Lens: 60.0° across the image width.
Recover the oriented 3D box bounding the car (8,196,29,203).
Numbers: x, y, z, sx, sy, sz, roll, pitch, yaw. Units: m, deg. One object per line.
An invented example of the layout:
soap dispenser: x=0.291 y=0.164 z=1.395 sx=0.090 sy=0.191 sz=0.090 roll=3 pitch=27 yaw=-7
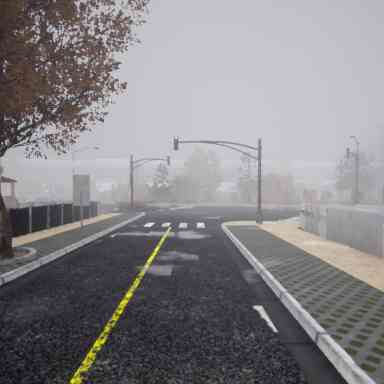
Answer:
car: x=-38.960 y=1.611 z=74.676 sx=4.902 sy=1.511 sz=2.128 roll=-1 pitch=2 yaw=36

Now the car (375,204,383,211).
car: x=18.509 y=1.289 z=29.037 sx=4.674 sy=1.442 sz=1.812 roll=-1 pitch=2 yaw=37

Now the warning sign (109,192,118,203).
warning sign: x=-14.245 y=0.995 z=60.261 sx=1.060 sy=1.860 sz=1.300 roll=2 pitch=1 yaw=36

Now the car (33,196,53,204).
car: x=-30.857 y=1.659 z=68.792 sx=4.181 sy=1.385 sz=1.994 roll=-1 pitch=2 yaw=36

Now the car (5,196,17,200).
car: x=-38.043 y=1.827 z=70.000 sx=4.181 sy=1.385 sz=1.994 roll=-1 pitch=2 yaw=36

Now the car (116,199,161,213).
car: x=-6.314 y=1.779 z=38.635 sx=4.718 sy=1.301 sz=1.895 roll=0 pitch=2 yaw=39

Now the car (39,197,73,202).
car: x=-19.354 y=1.835 z=48.269 sx=5.357 sy=1.411 sz=2.033 roll=-1 pitch=2 yaw=36

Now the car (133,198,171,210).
car: x=-4.883 y=1.669 z=41.767 sx=4.718 sy=1.301 sz=1.895 roll=-1 pitch=2 yaw=36

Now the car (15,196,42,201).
car: x=-29.249 y=1.883 z=59.560 sx=4.718 sy=1.301 sz=1.895 roll=-1 pitch=2 yaw=37
